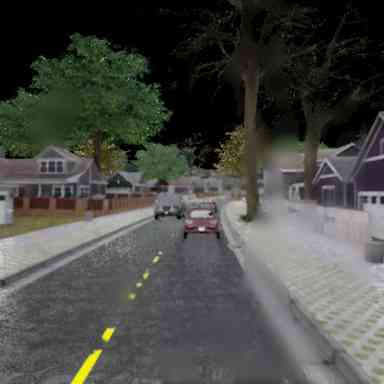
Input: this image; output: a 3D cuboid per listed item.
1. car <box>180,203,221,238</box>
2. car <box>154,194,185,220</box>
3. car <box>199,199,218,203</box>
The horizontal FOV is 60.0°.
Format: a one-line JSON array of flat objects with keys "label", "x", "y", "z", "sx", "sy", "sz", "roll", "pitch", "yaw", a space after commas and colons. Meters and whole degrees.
[{"label": "car", "x": 0.552, "y": 1.548, "z": 17.781, "sx": 1.812, "sy": 1.442, "sz": 4.674, "roll": 0, "pitch": 0, "yaw": 2}, {"label": "car", "x": -1.791, "y": 1.232, "z": 28.387, "sx": 2.150, "sy": 2.045, "sz": 5.566, "roll": 0, "pitch": 0, "yaw": 4}, {"label": "car", "x": 1.766, "y": 1.494, "z": 35.860, "sx": 2.128, "sy": 1.511, "sz": 4.902, "roll": 0, "pitch": 0, "yaw": 5}]
